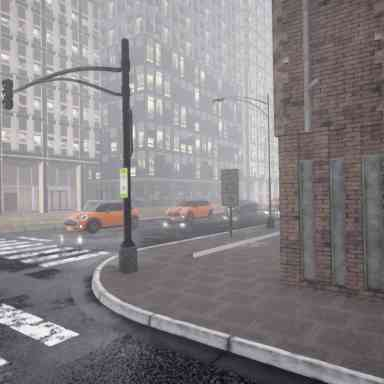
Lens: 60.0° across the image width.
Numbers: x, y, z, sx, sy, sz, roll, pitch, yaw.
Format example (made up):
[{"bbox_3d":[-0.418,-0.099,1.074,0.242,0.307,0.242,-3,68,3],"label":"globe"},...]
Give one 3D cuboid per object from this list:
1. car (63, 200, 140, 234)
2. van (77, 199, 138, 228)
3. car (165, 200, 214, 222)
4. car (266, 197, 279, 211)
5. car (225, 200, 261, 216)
[{"bbox_3d":[-5.335,1.416,19.892,2.097,1.767,4.553,-1,-1,37],"label":"car"},{"bbox_3d":[-5.894,1.460,23.492,1.690,1.788,3.998,-2,-1,36],"label":"van"},{"bbox_3d":[-0.128,1.432,27.047,2.097,1.767,4.553,-1,-1,36],"label":"car"},{"bbox_3d":[11.094,1.471,42.521,2.097,1.767,4.553,-1,-1,36],"label":"car"},{"bbox_3d":[5.151,1.590,34.341,2.128,1.511,4.902,-1,-1,36],"label":"car"}]
